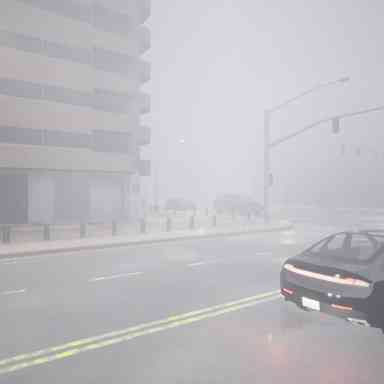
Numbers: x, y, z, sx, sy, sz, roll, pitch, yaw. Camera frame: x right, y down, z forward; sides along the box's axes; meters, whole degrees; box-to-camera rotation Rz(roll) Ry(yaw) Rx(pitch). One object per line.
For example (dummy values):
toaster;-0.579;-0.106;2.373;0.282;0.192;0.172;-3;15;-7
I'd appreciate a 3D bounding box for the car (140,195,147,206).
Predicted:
car;-9.084;1.155;51.663;2.150;2.045;5.566;0;1;-34

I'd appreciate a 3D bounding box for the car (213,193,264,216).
car;4.351;1.166;32.252;2.150;2.045;5.566;0;0;-35

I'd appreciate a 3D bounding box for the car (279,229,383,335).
car;3.813;1.492;6.463;4.902;1.511;2.128;0;0;-35

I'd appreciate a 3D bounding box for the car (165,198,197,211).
car;-1.383;1.422;40.446;1.882;1.535;5.008;0;0;-35
